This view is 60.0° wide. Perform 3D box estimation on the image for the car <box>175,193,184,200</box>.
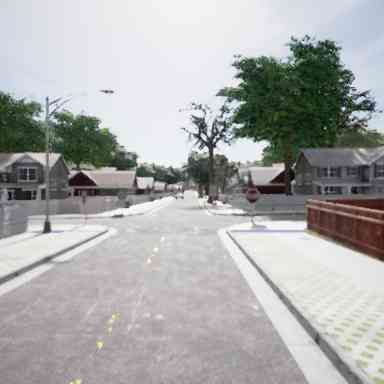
[{"bbox_3d":[-2.749,0.967,73.710,2.033,1.411,5.357,0,0,0],"label":"car"}]
